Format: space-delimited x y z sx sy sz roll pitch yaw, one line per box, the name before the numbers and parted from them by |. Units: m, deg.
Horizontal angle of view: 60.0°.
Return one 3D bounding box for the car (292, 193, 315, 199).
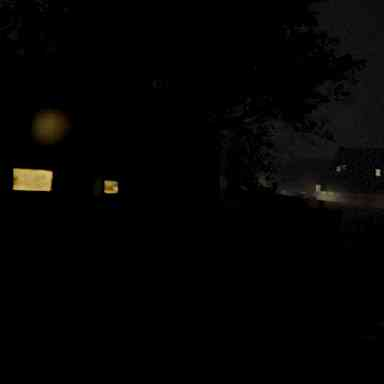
car | 14.097 0.796 43.023 2.033 1.411 5.357 2 1 -3
